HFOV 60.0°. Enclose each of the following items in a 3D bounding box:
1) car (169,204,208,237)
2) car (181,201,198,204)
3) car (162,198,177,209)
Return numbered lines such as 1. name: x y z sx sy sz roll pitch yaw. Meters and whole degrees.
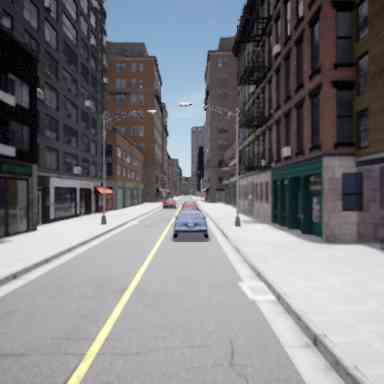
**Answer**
1. car: -0.073 1.612 18.345 2.033 1.411 5.357 0 0 0
2. car: -0.250 1.686 37.513 1.994 1.385 4.181 0 0 0
3. car: -3.182 1.641 47.811 1.882 1.535 5.008 0 0 -1
